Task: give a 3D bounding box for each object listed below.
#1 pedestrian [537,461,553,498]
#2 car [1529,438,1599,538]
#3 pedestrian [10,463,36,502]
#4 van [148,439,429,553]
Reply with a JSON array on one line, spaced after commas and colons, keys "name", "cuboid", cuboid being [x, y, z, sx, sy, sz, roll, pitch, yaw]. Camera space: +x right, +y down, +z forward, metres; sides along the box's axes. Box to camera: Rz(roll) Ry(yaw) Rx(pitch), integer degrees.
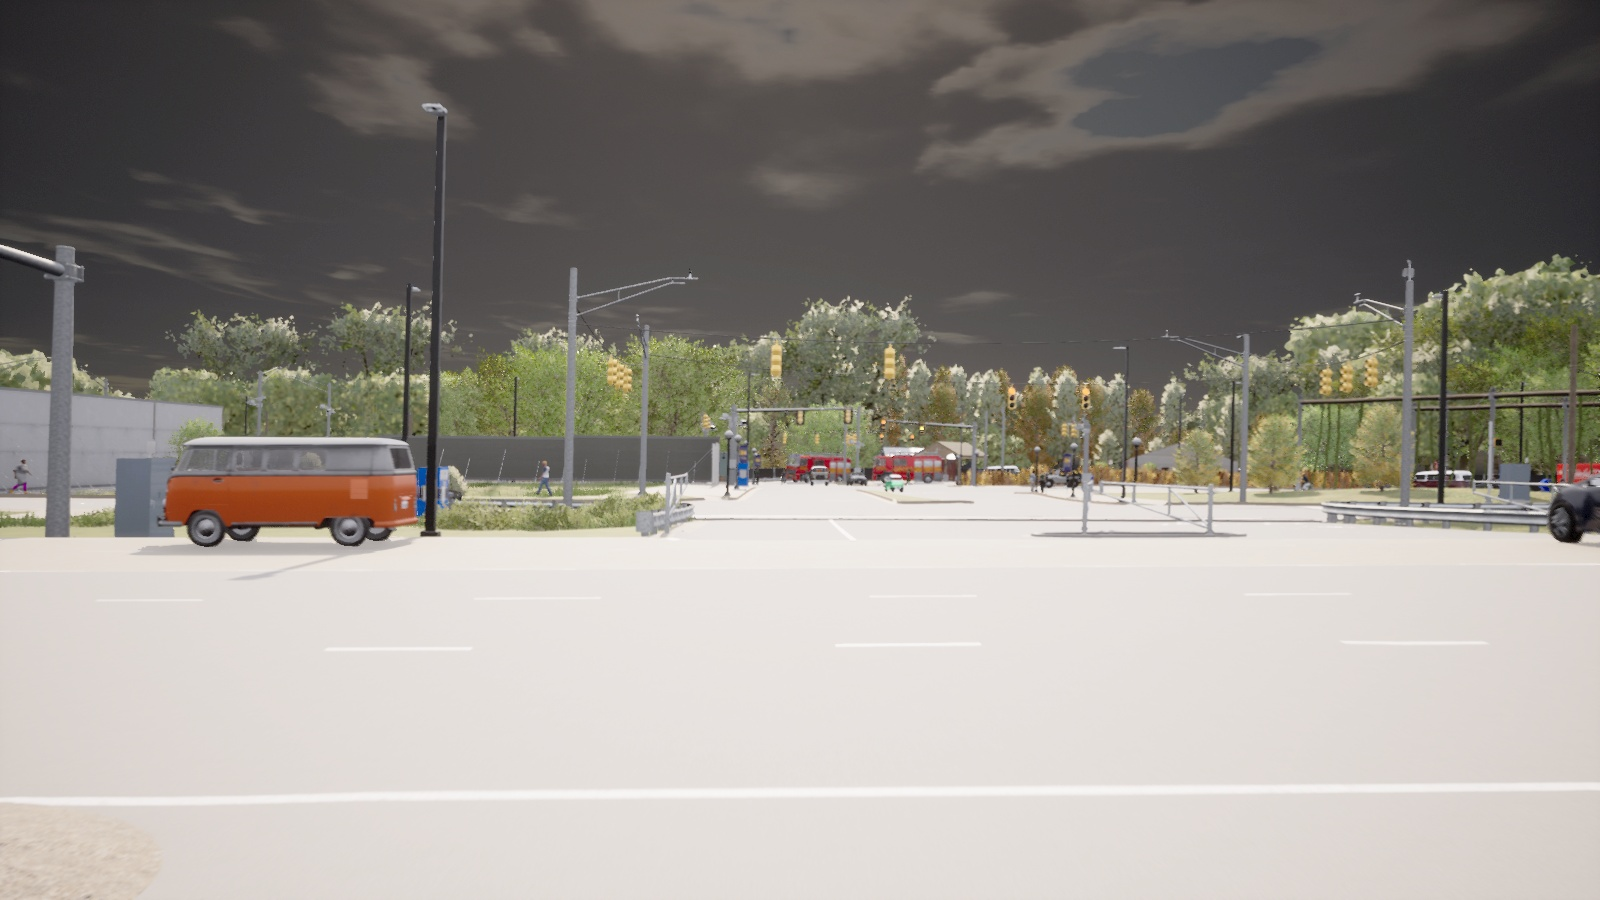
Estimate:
[{"name": "pedestrian", "cuboid": [-12.819, 1.499, 63.158, 0.706, 1.836, 0.354, 1, 0, -2]}, {"name": "car", "cuboid": [14.519, 0.624, 20.747, 2.242, 1.667, 4.611, 0, 0, 0]}, {"name": "pedestrian", "cuboid": [-39.389, 1.641, 63.624, 0.873, 1.952, 0.659, 1, 0, -1]}, {"name": "van", "cuboid": [-9.356, 0.820, 23.207, 4.442, 1.987, 1.775, -1, 0, 0]}]
